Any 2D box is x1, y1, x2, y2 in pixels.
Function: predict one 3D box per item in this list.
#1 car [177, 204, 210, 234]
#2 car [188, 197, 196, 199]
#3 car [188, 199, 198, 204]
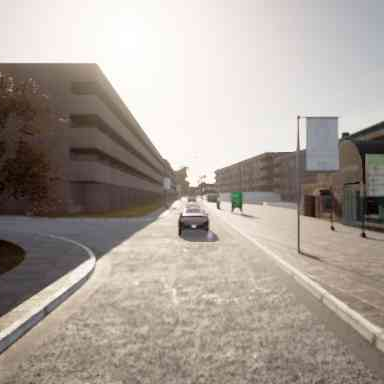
[{"bbox_3d":[0.107,1.725,20.900,2.128,1.511,4.902,0,-1,0],"label":"car"},{"bbox_3d":[0.025,1.723,75.039,1.994,1.385,4.181,0,0,0],"label":"car"},{"bbox_3d":[0.113,1.947,39.597,1.812,1.442,4.674,0,0,0],"label":"car"}]
